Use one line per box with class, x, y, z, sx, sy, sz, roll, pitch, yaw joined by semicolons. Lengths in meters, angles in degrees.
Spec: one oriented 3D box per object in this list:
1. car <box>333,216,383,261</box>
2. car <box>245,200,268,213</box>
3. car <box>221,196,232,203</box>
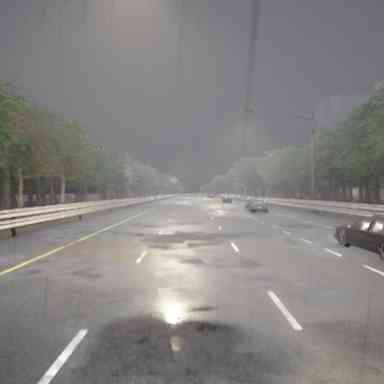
car;7.002;1.550;11.852;2.033;1.411;5.357;0;0;0
car;7.005;1.577;36.509;1.994;1.385;4.181;0;0;0
car;7.043;1.574;68.176;1.812;1.442;4.674;0;0;0
